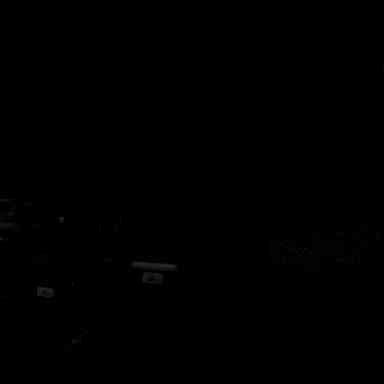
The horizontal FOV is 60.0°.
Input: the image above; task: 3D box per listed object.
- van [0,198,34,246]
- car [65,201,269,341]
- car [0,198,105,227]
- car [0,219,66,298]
[{"bbox_3d":[-9.127,1.270,14.074,1.878,1.987,4.442,0,-1,17],"label":"van"},{"bbox_3d":[0.287,1.249,6.859,2.435,2.045,5.566,0,-1,17],"label":"car"},{"bbox_3d":[-4.437,1.246,10.367,2.435,2.045,5.566,1,-1,17],"label":"car"},{"bbox_3d":[-2.067,1.528,8.583,2.163,1.488,4.792,1,-1,17],"label":"car"}]
